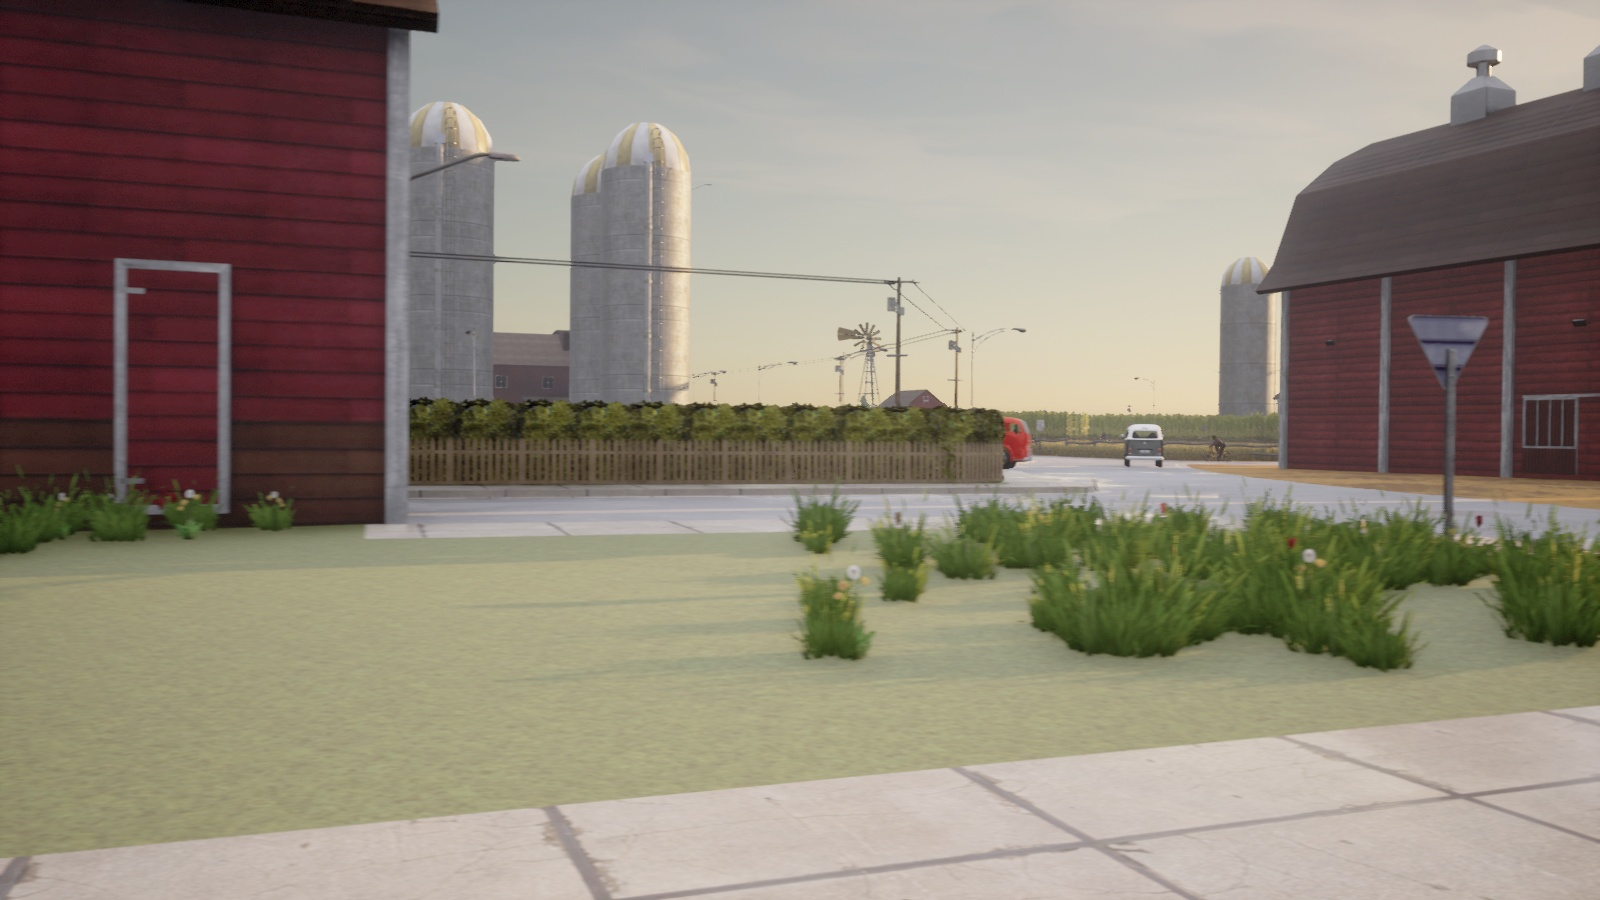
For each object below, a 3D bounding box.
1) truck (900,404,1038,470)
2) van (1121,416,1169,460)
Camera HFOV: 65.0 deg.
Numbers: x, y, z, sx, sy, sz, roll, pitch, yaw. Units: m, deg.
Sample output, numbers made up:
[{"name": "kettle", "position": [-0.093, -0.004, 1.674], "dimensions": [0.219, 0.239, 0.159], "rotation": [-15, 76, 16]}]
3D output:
[{"name": "truck", "position": [6.977, -0.534, 51.723], "dimensions": [5.204, 2.467, 2.627], "rotation": [-2, 1, 18]}, {"name": "van", "position": [16.738, -0.574, 61.159], "dimensions": [2.069, 2.038, 4.480], "rotation": [0, 1, 13]}]
